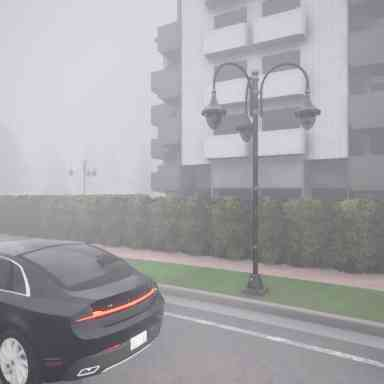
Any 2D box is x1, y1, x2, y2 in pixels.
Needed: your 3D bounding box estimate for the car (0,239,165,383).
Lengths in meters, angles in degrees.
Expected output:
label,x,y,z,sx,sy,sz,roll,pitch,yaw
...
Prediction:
label,x,y,z,sx,sy,sz,roll,pitch,yaw
car,-2.717,1.505,5.169,4.892,1.490,1.837,0,0,31
